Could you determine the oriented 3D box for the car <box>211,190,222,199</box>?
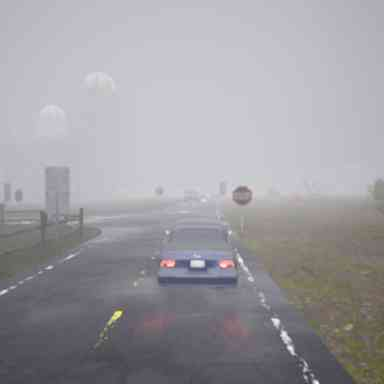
[{"bbox_3d":[5.078,0.670,71.150,2.128,1.511,4.902,0,1,7],"label":"car"}]

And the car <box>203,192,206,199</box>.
[{"bbox_3d":[1.792,0.764,66.969,1.994,1.385,4.181,0,1,7],"label":"car"}]

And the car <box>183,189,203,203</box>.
[{"bbox_3d":[-0.016,0.610,51.957,2.150,2.045,5.566,0,1,6],"label":"car"}]

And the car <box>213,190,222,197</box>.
[{"bbox_3d":[6.288,0.308,81.080,2.097,1.767,4.553,0,1,7],"label":"car"}]

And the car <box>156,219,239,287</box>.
[{"bbox_3d":[0.176,1.443,9.114,2.033,1.411,5.357,0,1,2],"label":"car"}]
